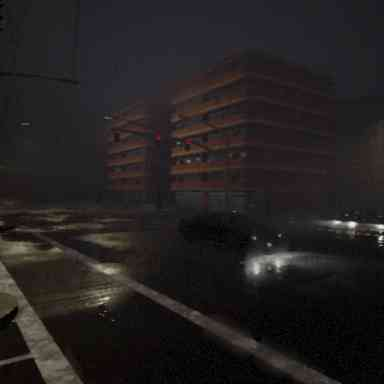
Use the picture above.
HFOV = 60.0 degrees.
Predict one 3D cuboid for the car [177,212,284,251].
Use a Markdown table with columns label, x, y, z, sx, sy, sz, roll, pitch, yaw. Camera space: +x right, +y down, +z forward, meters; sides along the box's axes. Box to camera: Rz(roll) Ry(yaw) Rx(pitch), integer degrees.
| label | x | y | z | sx | sy | sz | roll | pitch | yaw |
| --- | --- | --- | --- | --- | --- | --- | --- | --- | --- |
| car | 1.412 | 1.592 | 14.691 | 2.033 | 1.411 | 5.357 | 1 | 0 | -35 |

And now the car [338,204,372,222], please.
| label | x | y | z | sx | sy | sz | roll | pitch | yaw |
| --- | --- | --- | --- | --- | --- | --- | --- | --- | --- |
| car | 14.613 | 1.794 | 29.107 | 4.181 | 1.385 | 1.994 | 1 | 0 | -36 |

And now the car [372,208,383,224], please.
| label | x | y | z | sx | sy | sz | roll | pitch | yaw |
| --- | --- | --- | --- | --- | --- | --- | --- | --- | --- |
| car | 16.865 | 1.798 | 26.418 | 5.357 | 1.411 | 2.033 | 1 | 0 | -36 |
